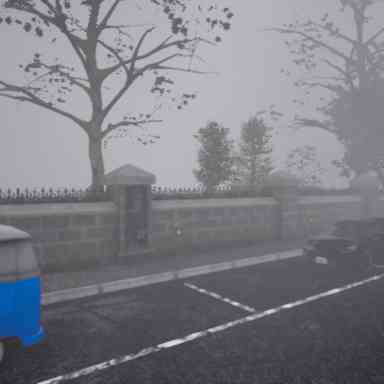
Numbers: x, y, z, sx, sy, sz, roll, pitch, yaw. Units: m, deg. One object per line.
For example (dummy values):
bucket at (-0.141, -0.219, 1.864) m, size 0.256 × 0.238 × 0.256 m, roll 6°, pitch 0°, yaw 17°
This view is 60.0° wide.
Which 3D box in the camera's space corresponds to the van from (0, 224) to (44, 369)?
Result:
van at (-3.850, 1.350, 3.813) m, size 3.998 × 1.788 × 1.690 m, roll -1°, pitch 0°, yaw -36°

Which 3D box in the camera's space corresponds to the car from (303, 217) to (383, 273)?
car at (5.315, 1.481, 10.359) m, size 4.313 × 1.339 × 1.947 m, roll -1°, pitch 0°, yaw -36°
